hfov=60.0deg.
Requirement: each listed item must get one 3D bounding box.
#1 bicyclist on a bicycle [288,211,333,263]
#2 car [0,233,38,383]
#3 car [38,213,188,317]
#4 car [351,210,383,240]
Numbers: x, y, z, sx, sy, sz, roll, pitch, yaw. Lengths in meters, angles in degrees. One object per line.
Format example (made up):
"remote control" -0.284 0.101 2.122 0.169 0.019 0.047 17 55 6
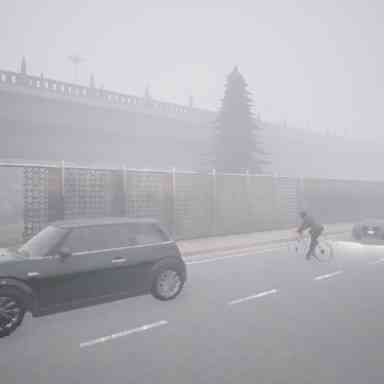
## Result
"bicyclist on a bicycle" 3.821 1.455 10.906 0.582 1.620 1.656 0 -2 -38
"car" -3.688 1.228 0.858 5.566 2.045 2.150 0 0 -41
"car" -2.383 1.352 6.735 4.553 1.767 2.097 0 0 -35
"car" 9.331 1.564 15.635 4.181 1.385 1.994 0 0 -38
